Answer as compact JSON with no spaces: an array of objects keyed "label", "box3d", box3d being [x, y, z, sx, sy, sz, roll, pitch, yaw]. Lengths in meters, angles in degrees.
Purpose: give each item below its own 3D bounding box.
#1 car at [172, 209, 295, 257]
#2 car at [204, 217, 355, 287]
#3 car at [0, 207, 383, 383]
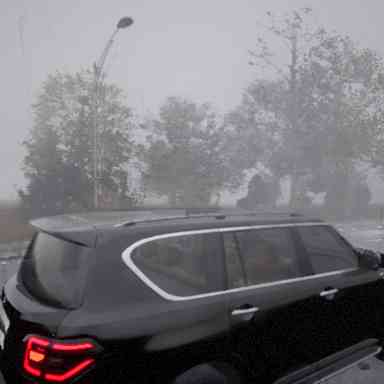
[{"label":"car","box3d":[1.778,1.499,13.437,4.892,1.490,1.837,1,0,-32]},{"label":"car","box3d":[2.649,1.562,9.828,4.181,1.385,1.994,0,0,-33]},{"label":"car","box3d":[0.708,1.220,4.160,5.566,2.045,2.150,0,0,-34]}]
